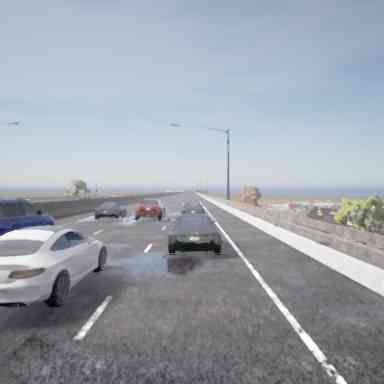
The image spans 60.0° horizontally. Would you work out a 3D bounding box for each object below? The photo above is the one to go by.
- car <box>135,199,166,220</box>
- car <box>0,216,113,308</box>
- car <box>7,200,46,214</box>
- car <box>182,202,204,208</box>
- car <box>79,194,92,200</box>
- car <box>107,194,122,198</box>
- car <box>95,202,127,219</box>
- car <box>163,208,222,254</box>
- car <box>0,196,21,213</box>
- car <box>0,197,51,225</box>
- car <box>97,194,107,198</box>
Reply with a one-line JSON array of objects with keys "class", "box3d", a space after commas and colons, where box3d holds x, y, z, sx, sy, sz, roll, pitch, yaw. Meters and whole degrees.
[{"class": "car", "box3d": [-3.404, 1.346, 27.955, 2.097, 1.767, 4.553, 0, 0, 0]}, {"class": "car", "box3d": [-3.417, 1.525, 7.794, 1.812, 1.442, 4.674, 0, 0, 1]}, {"class": "car", "box3d": [-17.590, 1.589, 35.652, 1.895, 1.301, 4.718, 0, 0, 0]}, {"class": "car", "box3d": [0.097, 1.558, 28.731, 1.994, 1.385, 4.181, 0, 0, 0]}, {"class": "car", "box3d": [-24.491, 1.158, 76.542, 2.128, 1.511, 4.902, 0, 0, 0]}, {"class": "car", "box3d": [-17.491, 1.111, 76.541, 1.882, 1.535, 5.008, 0, 0, 0]}, {"class": "car", "box3d": [-6.903, 1.557, 28.635, 1.994, 1.385, 4.181, 0, 0, 0]}, {"class": "car", "box3d": [0.095, 1.563, 13.436, 1.994, 1.385, 4.181, 0, 0, 0]}, {"class": "car", "box3d": [-21.085, 1.340, 36.691, 2.097, 1.767, 4.553, 0, 0, 0]}, {"class": "car", "box3d": [-6.905, 1.220, 11.931, 2.150, 2.045, 5.566, 0, 0, 0]}, {"class": "car", "box3d": [-20.991, 1.066, 78.430, 2.097, 1.767, 4.553, 0, 0, 0]}]
